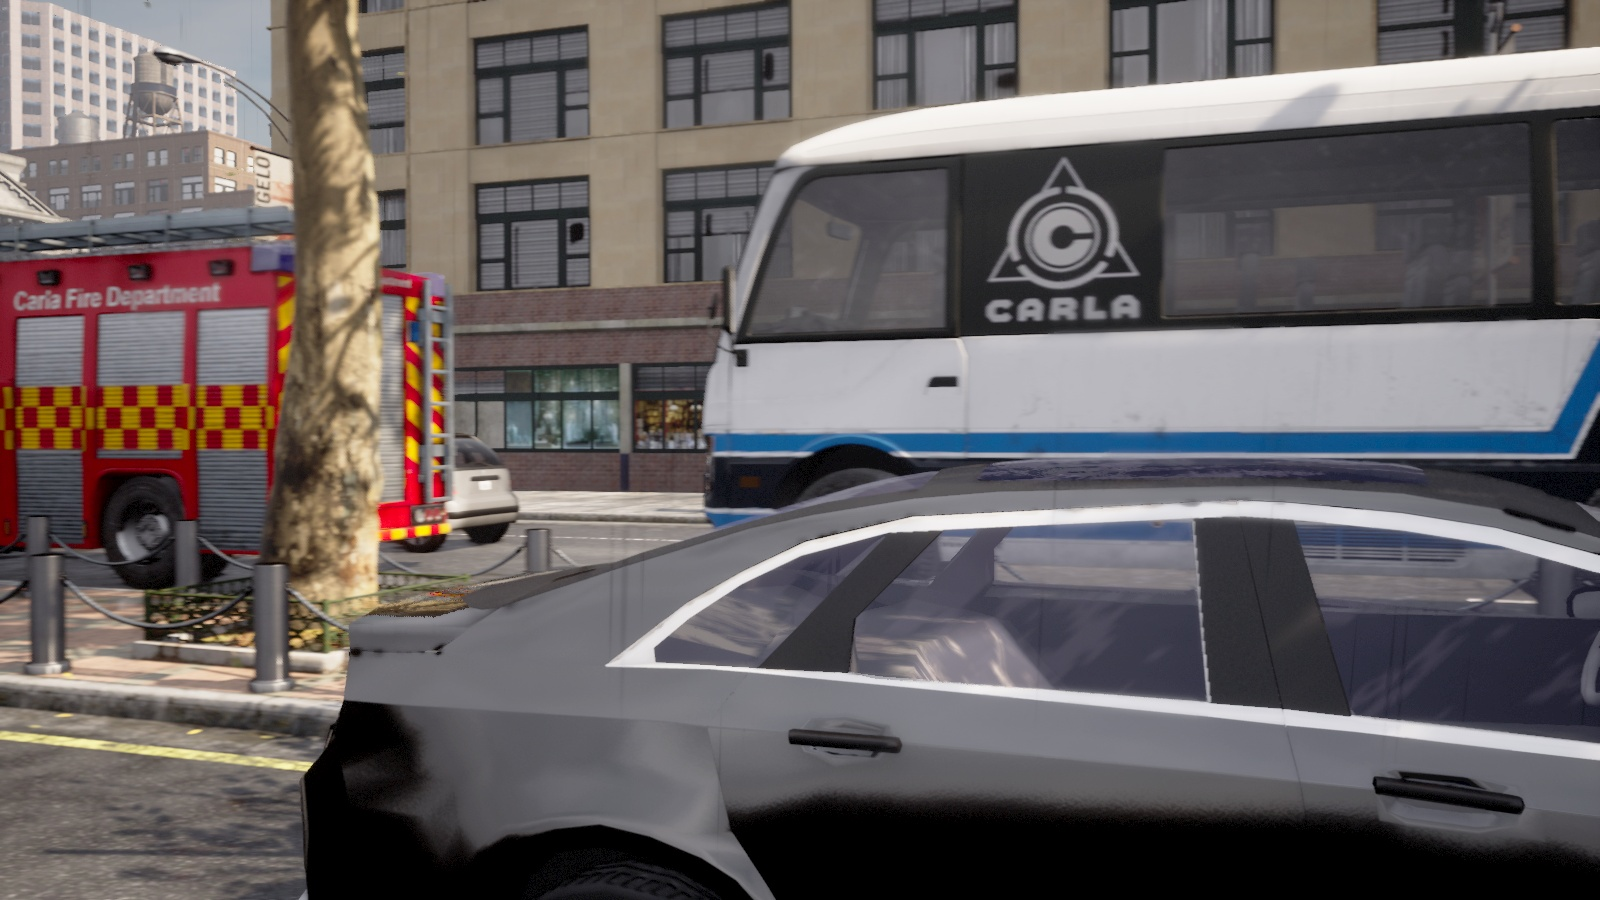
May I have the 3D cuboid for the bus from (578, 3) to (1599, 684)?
[{"bbox_3d":[3.694,-0.704,10.383,10.273,4.253,3.944,0,1,19],"label":"bus"}]

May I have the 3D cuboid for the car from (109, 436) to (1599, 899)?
[{"bbox_3d":[1.247,0.742,2.785,4.902,1.511,2.128,1,1,19],"label":"car"}]

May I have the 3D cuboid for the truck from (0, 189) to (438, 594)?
[{"bbox_3d":[-8.690,-0.609,14.626,8.468,3.827,2.891,1,1,19],"label":"truck"}]

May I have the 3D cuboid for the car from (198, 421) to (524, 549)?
[{"bbox_3d":[-6.067,0.419,17.444,3.988,1.617,1.851,1,1,19],"label":"car"}]
